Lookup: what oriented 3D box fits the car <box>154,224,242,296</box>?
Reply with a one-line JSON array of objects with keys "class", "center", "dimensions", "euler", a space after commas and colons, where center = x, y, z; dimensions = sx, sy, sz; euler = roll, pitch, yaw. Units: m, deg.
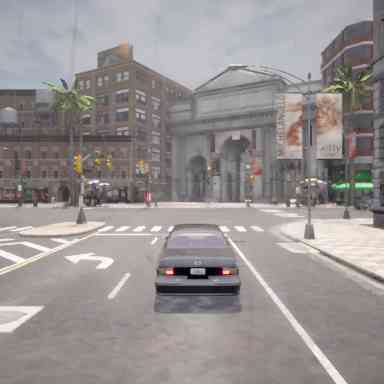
[{"class": "car", "center": [0.114, 1.547, 8.800], "dimensions": [2.033, 1.411, 5.357], "euler": [0, 0, 0]}]

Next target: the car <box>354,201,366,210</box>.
[{"class": "car", "center": [22.293, 1.564, 41.017], "dimensions": [4.181, 1.385, 1.994], "euler": [0, 0, 0]}]

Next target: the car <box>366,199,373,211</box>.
[{"class": "car", "center": [22.719, 1.526, 37.518], "dimensions": [4.674, 1.442, 1.812], "euler": [0, 0, 1]}]
